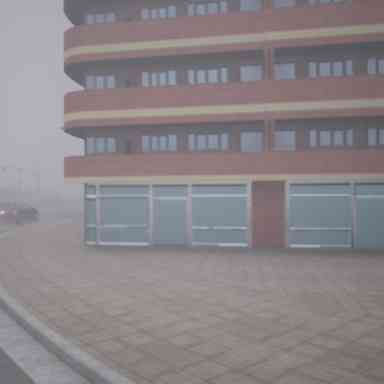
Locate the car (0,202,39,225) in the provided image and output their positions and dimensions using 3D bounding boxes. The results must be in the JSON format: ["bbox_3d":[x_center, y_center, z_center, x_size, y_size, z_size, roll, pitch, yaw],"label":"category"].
[{"bbox_3d":[-13.910,1.561,26.344,2.097,1.767,4.553,0,0,-5],"label":"car"}]

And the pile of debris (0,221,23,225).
[{"bbox_3d":[-14.305,2.383,25.805,1.500,0.140,1.860,0,0,-3],"label":"pile of debris"}]

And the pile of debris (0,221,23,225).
[{"bbox_3d":[-14.305,2.383,25.805,1.500,0.140,1.860,0,0,-3],"label":"pile of debris"}]
